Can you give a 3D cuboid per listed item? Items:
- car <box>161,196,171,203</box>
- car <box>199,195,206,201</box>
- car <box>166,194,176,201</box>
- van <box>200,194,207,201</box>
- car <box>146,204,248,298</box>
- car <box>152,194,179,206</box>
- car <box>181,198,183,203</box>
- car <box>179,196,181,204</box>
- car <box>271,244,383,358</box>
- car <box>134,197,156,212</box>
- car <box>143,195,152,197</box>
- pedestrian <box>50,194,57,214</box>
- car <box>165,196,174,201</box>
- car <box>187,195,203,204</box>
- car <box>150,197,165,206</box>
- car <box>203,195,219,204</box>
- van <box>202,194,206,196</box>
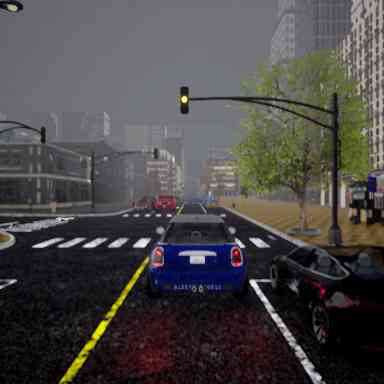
[{"bbox_3d":[-5.613,1.562,71.644,1.752,1.417,4.829,0,0,0],"label":"car"},{"bbox_3d":[2.786,1.571,88.630,1.752,1.417,4.829,0,0,0],"label":"car"},{"bbox_3d":[-5.594,1.361,88.467,2.192,1.841,5.009,0,0,0],"label":"car"},{"bbox_3d":[2.781,1.384,82.910,1.690,1.788,3.998,0,0,0],"label":"van"},{"bbox_3d":[0.110,1.356,8.690,2.097,1.767,4.553,0,0,0],"label":"car"},{"bbox_3d":[-3.049,1.241,39.657,2.150,2.045,5.566,0,0,0],"label":"car"},{"bbox_3d":[-2.951,1.536,66.241,1.837,1.490,4.892,0,0,1],"label":"car"},{"bbox_3d":[-3.030,1.552,51.516,1.812,1.442,4.674,0,1,0],"label":"car"},{"bbox_3d":[2.700,1.569,6.023,1.947,1.339,4.313,0,0,0],"label":"car"},{"bbox_3d":[-5.647,1.601,38.507,1.802,1.307,4.206,0,0,0],"label":"car"},{"bbox_3d":[-5.640,1.336,44.058,2.192,1.841,5.009,0,0,0],"label":"car"},{"bbox_3d":[-12.718,1.052,30.519,0.375,1.860,0.375,0,-1,-1],"label":"pedestrian"},{"bbox_3d":[-5.601,1.593,82.916,2.008,1.369,4.403,0,0,0],"label":"car"},{"bbox_3d":[0.150,1.571,49.131,2.033,1.411,5.357,0,0,0],"label":"car"},{"bbox_3d":[-5.630,1.578,55.161,2.008,1.369,4.403,0,0,0],"label":"car"},{"bbox_3d":[2.739,1.547,44.222,1.752,1.417,4.829,0,0,0],"label":"car"},{"bbox_3d":[2.746,1.365,49.604,1.690,1.788,3.998,0,0,0],"label":"van"}]
